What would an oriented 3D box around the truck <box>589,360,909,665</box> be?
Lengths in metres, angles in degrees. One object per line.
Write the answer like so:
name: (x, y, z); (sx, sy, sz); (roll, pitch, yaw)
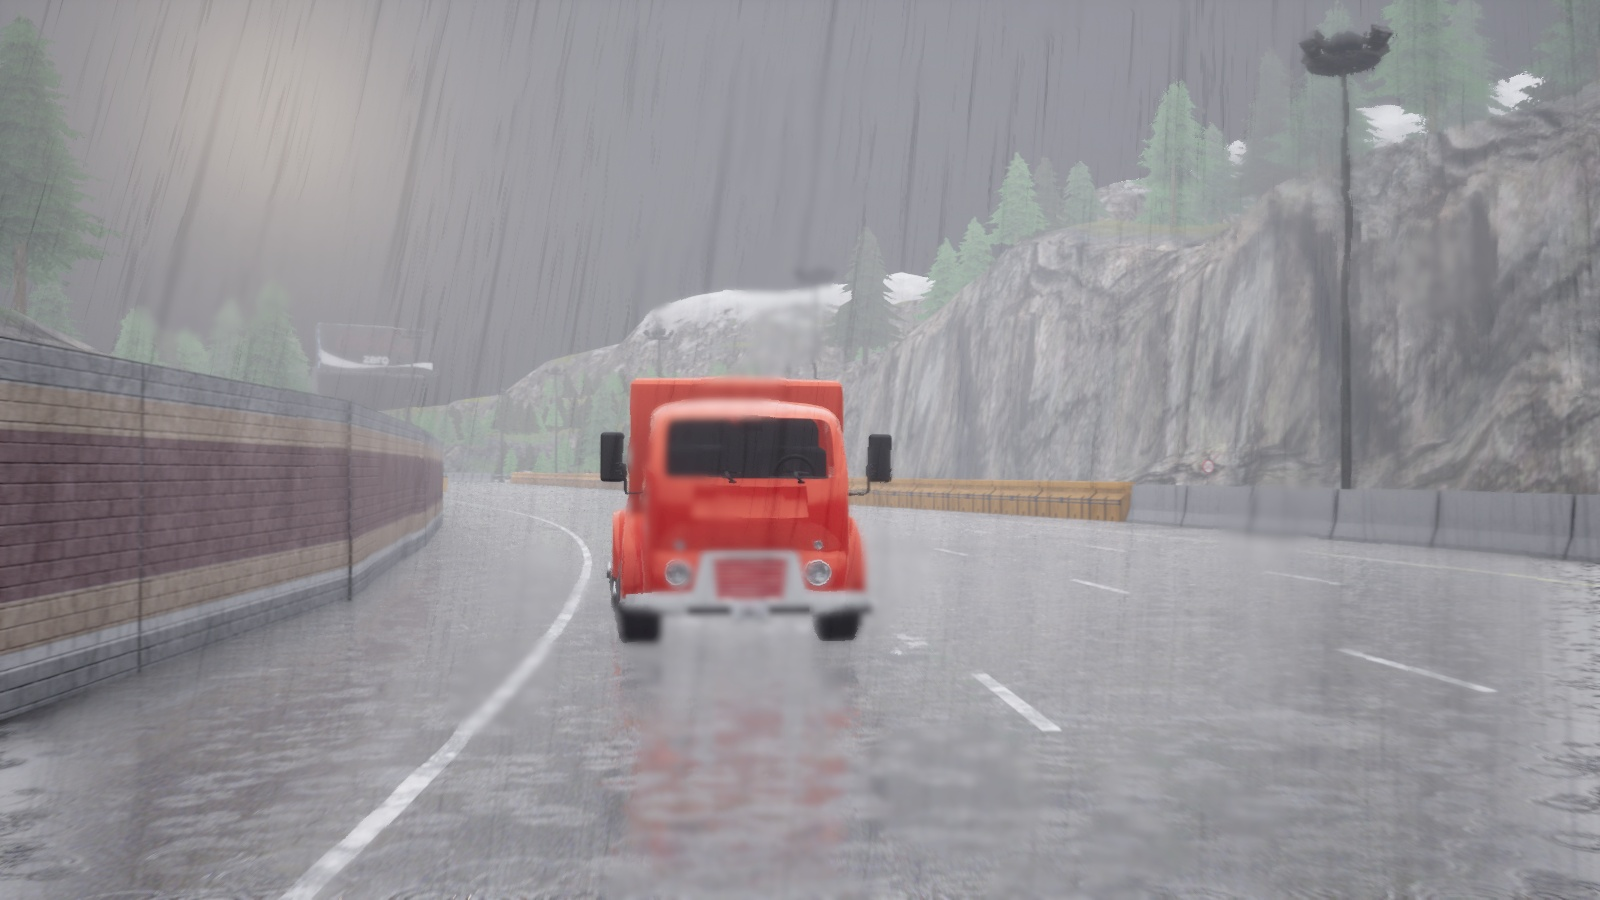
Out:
truck: (-0.691, 0.546, 12.890); (2.627, 2.467, 5.204); (0, -1, -6)
